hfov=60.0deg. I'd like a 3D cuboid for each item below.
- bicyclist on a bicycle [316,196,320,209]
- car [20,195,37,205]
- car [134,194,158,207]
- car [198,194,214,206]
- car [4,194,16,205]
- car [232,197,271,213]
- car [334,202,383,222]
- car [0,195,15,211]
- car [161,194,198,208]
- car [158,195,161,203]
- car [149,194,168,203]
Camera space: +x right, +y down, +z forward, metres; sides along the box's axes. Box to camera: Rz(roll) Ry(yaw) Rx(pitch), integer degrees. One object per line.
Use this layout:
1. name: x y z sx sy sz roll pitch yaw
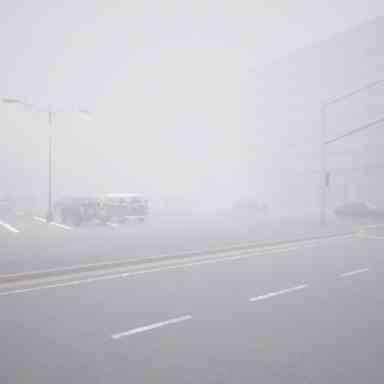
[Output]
1. bicyclist on a bicycle: 16.505 1.355 42.866 1.656 1.620 0.582 0 0 -35
2. car: -27.298 1.208 55.342 1.932 1.855 4.605 0 0 -35
3. car: -8.953 1.546 66.022 2.128 1.511 4.902 0 0 -35
4. car: 1.481 1.277 57.431 2.150 2.045 5.566 0 0 -36
5. car: -29.692 1.211 53.715 1.905 1.878 3.866 0 0 -35
6. car: 6.702 1.406 37.699 2.097 1.767 4.553 0 0 -35
7. car: 14.085 1.576 27.344 1.812 1.442 4.674 0 0 -35
8. car: -21.815 1.451 37.892 1.970 1.475 3.806 0 0 -35
9. car: -1.993 1.274 49.914 2.150 2.045 5.566 0 0 -36
10. car: -3.540 1.532 58.443 1.882 1.535 5.008 0 0 -36
11. car: -7.019 1.406 69.358 2.097 1.767 4.553 0 0 -35
